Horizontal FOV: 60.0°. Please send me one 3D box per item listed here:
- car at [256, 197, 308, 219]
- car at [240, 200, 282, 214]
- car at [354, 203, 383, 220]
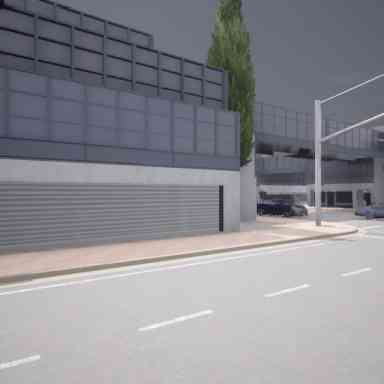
[{"bbox_3d":[8.041,1.352,29.691,2.097,1.767,4.553,0,0,-37],"label":"car"},{"bbox_3d":[7.455,1.564,36.328,1.994,1.385,4.181,0,0,-37],"label":"car"},{"bbox_3d":[15.655,1.547,25.913,2.033,1.411,5.357,0,0,-43],"label":"car"}]
